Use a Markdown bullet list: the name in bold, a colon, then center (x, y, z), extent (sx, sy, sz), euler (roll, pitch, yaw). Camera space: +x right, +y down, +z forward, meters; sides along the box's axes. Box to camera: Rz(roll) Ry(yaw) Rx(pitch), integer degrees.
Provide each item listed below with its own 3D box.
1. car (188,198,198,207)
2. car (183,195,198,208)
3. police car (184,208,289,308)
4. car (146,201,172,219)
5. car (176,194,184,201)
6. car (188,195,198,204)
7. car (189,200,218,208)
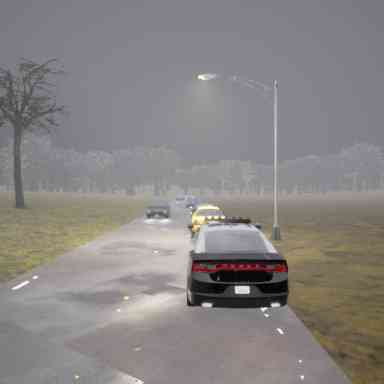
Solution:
- **car**: center (0.880, 1.453, 24.008), extent (1.882, 1.535, 5.008), euler (0, 0, 0)
- **car**: center (0.139, 1.466, 45.845), extent (2.033, 1.411, 5.357), euler (0, 0, 1)
- **police car**: center (0.843, 1.420, 8.117), extent (1.930, 1.638, 5.238), euler (0, 0, 0)
- **car**: center (-2.784, 1.513, 29.057), extent (2.033, 1.411, 5.357), euler (0, 0, 0)
- **car**: center (-2.583, 1.275, 73.734), extent (1.882, 1.535, 5.008), euler (0, 0, 0)
- **car**: center (0.144, 1.374, 63.165), extent (1.812, 1.442, 4.674), euler (0, 0, 0)
- **car**: center (0.867, 1.439, 18.197), extent (1.801, 1.575, 5.366), euler (0, 0, 0)
